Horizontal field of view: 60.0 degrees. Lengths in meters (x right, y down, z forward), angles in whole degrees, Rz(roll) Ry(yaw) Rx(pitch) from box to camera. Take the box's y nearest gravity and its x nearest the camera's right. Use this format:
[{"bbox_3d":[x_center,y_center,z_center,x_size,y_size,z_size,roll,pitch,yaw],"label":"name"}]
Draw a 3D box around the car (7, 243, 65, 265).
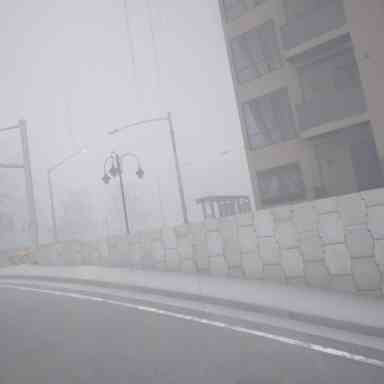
[{"bbox_3d":[-13.690,5.363,29.565,1.882,1.535,5.008,-14,-8,35],"label":"car"}]
